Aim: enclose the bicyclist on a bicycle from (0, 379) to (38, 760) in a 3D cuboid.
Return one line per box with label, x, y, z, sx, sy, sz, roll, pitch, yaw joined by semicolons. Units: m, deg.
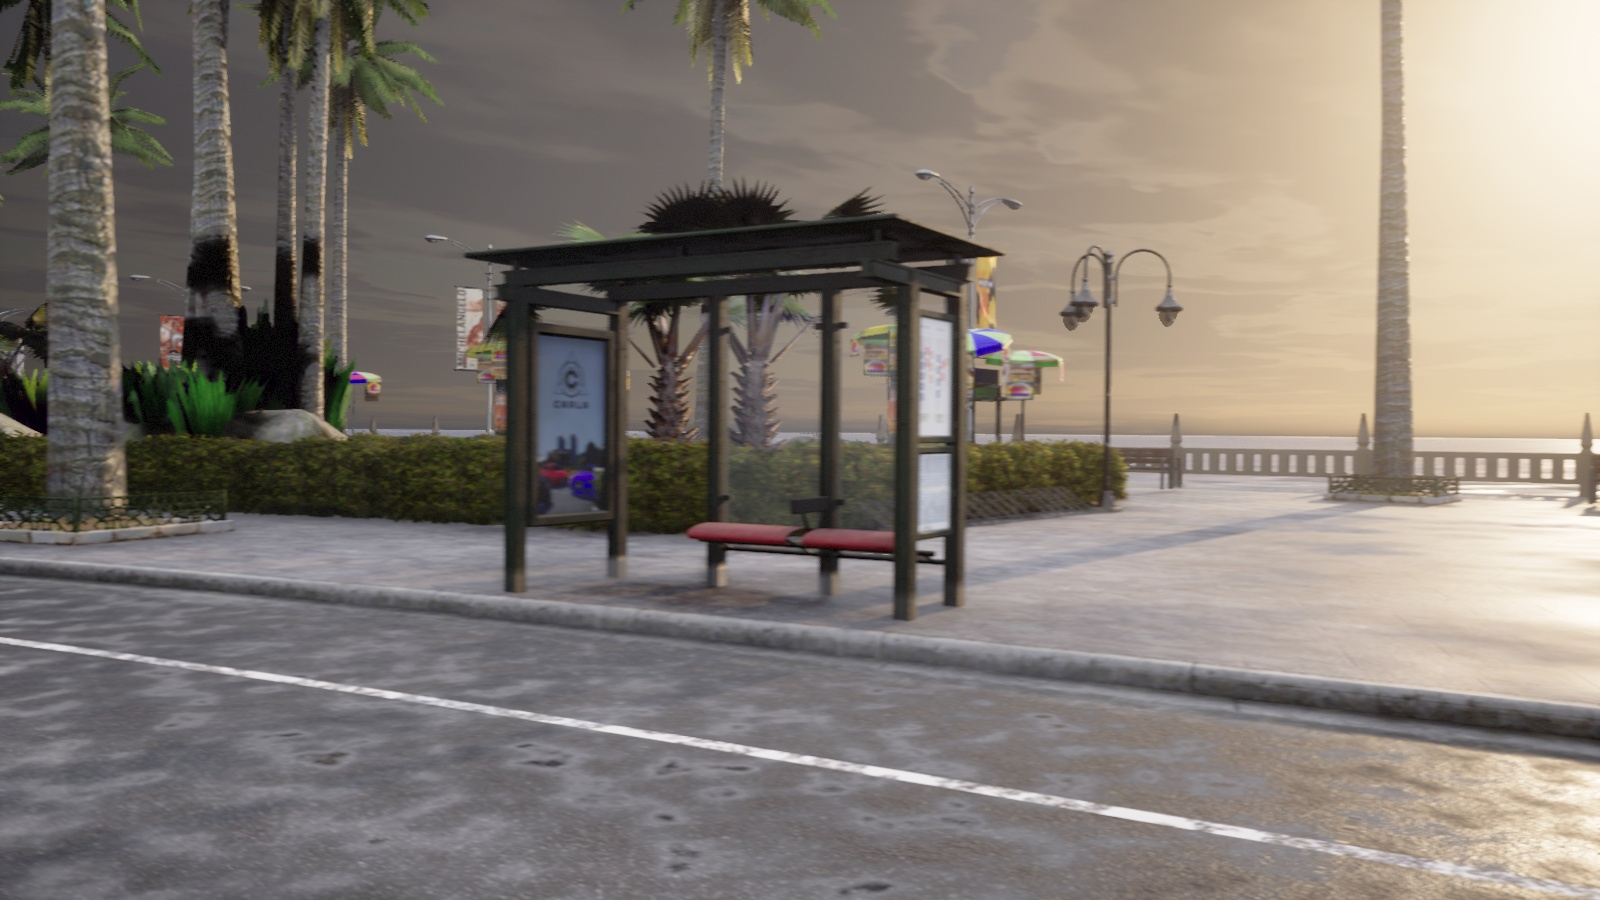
bicyclist on a bicycle;-4.622;0.558;6.130;1.843;1.776;0.659;0;1;28
